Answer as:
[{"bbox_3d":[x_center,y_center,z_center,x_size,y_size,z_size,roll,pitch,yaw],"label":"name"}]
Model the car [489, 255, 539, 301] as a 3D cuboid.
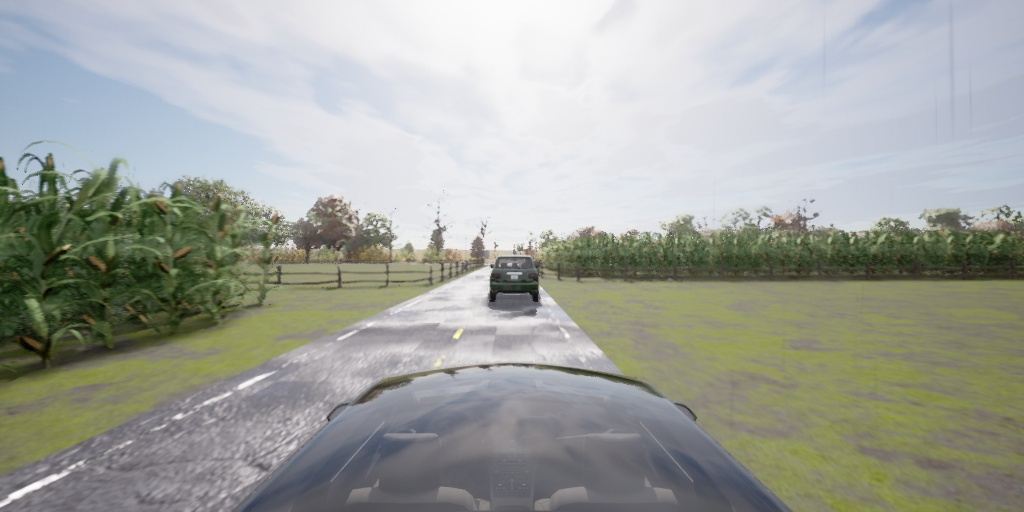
[{"bbox_3d":[0.099,0.962,17.254,2.150,2.045,5.566,0,0,0],"label":"car"}]
